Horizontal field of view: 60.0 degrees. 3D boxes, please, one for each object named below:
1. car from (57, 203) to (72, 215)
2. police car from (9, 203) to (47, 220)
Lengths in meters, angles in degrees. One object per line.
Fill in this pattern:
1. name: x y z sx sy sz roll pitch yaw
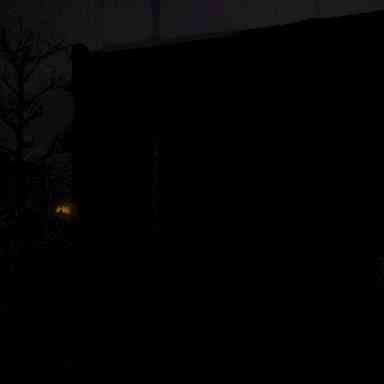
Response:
1. car: -15.478 2.155 43.412 1.882 1.535 5.008 0 -1 14
2. police car: -16.710 1.940 34.276 1.930 1.638 5.238 0 -1 1
